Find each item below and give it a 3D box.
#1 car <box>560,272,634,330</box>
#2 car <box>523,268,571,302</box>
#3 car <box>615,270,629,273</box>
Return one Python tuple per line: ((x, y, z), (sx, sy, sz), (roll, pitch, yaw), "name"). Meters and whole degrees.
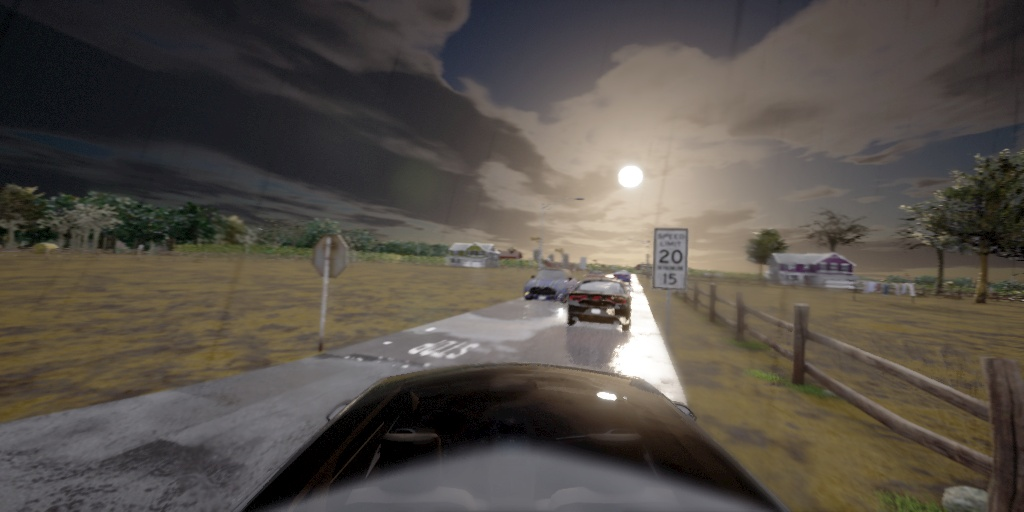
((3.184, 1.500, 12.614), (1.882, 1.535, 5.008), (2, -1, 18), "car")
((2.139, 1.427, 18.802), (2.097, 1.767, 4.553), (2, -1, 19), "car")
((12.112, 2.309, 39.463), (1.882, 1.535, 5.008), (2, -1, 19), "car")
